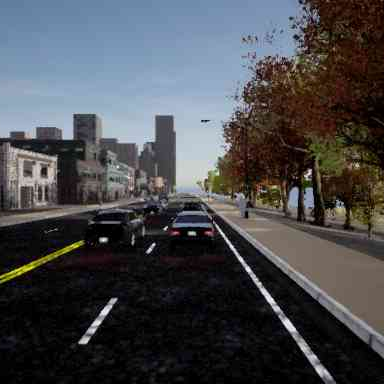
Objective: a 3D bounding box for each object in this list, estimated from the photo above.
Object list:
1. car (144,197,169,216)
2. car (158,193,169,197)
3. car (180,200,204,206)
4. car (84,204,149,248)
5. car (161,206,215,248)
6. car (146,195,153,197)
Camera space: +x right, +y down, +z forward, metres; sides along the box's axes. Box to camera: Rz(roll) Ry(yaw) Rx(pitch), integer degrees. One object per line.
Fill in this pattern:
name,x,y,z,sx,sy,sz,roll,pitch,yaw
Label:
car,-3.250,1.487,29.651,2.128,1.511,4.902,0,0,0
car,-6.501,1.167,75.896,2.150,2.045,5.566,0,0,0
car,0.000,1.508,29.652,1.837,1.490,4.892,0,0,0
car,-3.249,1.511,14.651,1.837,1.490,4.892,0,0,0
car,0.000,1.557,14.651,2.033,1.411,5.357,0,0,0
car,-9.750,1.467,75.927,2.128,1.511,4.902,0,0,0
